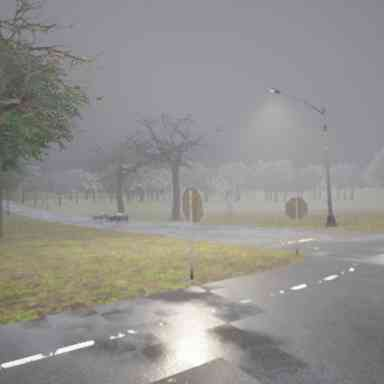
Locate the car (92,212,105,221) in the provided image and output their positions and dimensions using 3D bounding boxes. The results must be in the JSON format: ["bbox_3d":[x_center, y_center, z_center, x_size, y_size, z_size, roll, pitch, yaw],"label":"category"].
[{"bbox_3d":[-16.751,4.474,60.907,1.837,1.490,4.892,-2,-1,-34],"label":"car"}]

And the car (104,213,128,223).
[{"bbox_3d":[-12.003,4.100,54.003,1.882,1.535,5.008,-2,-2,-34],"label":"car"}]
